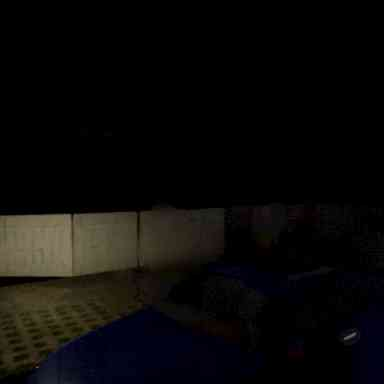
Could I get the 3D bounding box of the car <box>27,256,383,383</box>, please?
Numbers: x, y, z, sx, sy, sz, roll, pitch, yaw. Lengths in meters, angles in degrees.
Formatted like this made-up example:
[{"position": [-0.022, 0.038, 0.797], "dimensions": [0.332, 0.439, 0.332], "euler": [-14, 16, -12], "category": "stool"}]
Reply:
[{"position": [0.739, 1.529, 3.647], "dimensions": [4.674, 1.442, 1.812], "euler": [0, 0, -37], "category": "car"}]
